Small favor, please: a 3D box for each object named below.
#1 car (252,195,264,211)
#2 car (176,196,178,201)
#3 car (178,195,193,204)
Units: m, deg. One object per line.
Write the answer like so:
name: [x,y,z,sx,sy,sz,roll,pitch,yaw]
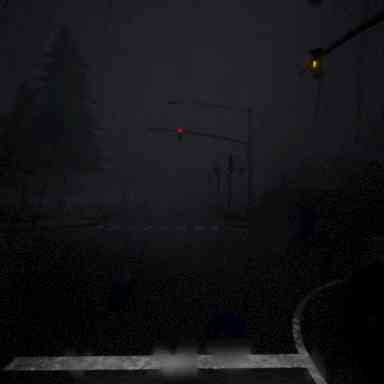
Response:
car: [8.866,1.144,36.257,4.605,1.855,1.932,0,0,-1]
car: [-2.202,1.327,71.061,1.812,1.442,4.674,0,0,-13]
car: [-0.909,1.518,60.877,2.033,1.411,5.357,0,0,-7]
